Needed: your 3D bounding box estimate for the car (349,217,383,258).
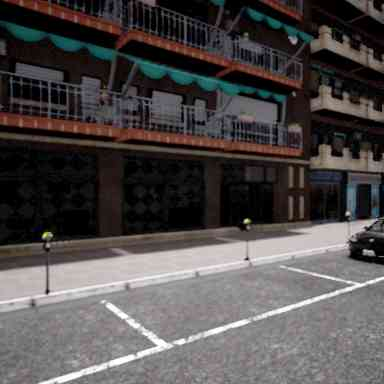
[{"bbox_3d":[7.379,1.559,11.819,4.313,1.339,1.947,0,0,-35],"label":"car"}]
